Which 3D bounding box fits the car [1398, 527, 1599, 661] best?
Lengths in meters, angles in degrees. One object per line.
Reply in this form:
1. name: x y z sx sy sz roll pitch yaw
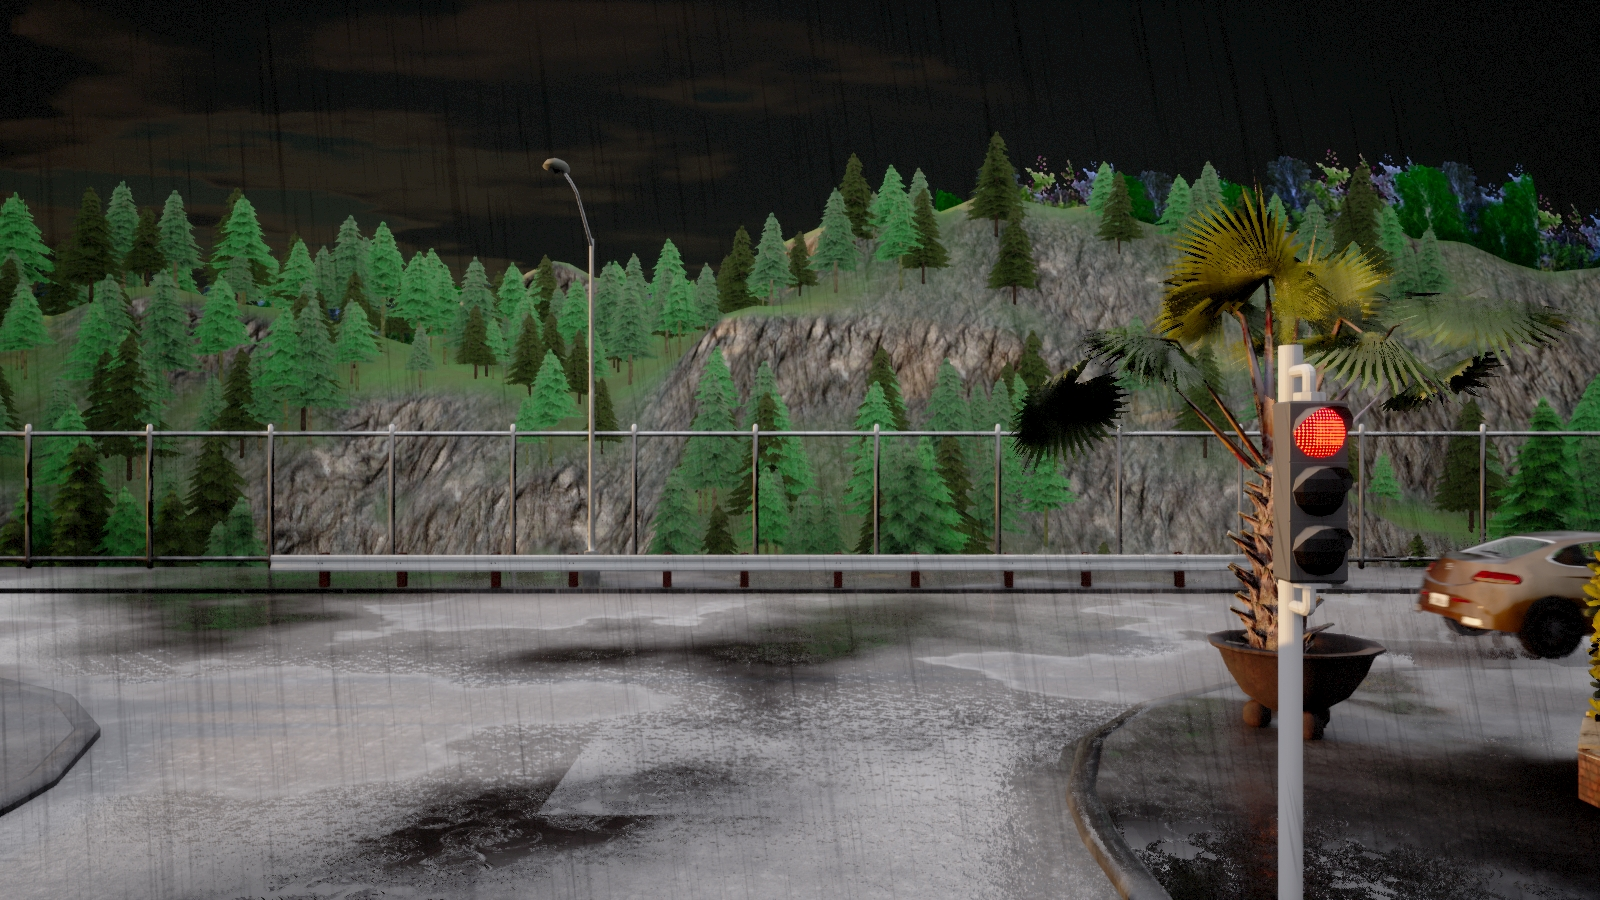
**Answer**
1. car: 11.627 1.992 16.326 5.027 1.651 2.152 0 0 0
